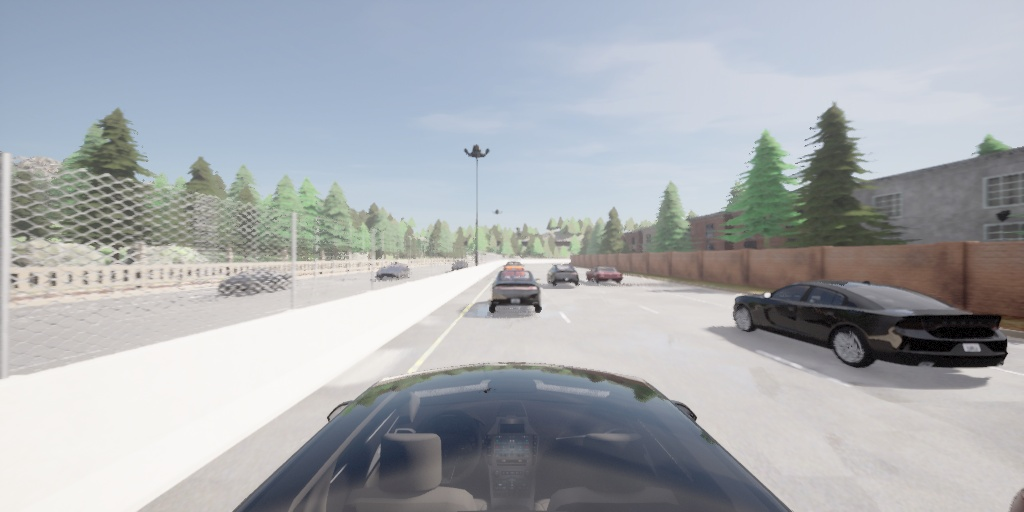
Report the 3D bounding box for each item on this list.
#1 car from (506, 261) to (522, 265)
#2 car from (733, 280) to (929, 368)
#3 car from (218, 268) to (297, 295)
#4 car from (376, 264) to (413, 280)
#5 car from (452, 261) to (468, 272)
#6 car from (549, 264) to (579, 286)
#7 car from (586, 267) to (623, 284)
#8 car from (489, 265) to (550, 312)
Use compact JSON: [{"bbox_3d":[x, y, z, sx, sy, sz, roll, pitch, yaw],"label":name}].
[{"bbox_3d":[0.163,1.244,34.251,2.097,1.767,4.553,0,0,0],"label":"car"},{"bbox_3d":[7.107,1.269,8.014,1.882,1.535,5.008,0,0,0],"label":"car"},{"bbox_3d":[-14.065,1.367,20.091,1.994,1.385,4.181,0,0,0],"label":"car"},{"bbox_3d":[-10.536,1.411,32.584,2.033,1.411,5.357,0,0,0],"label":"car"},{"bbox_3d":[-6.915,1.449,48.579,1.837,1.490,4.892,0,-1,0],"label":"car"},{"bbox_3d":[3.645,1.356,26.171,2.128,1.511,4.902,0,0,0],"label":"car"},{"bbox_3d":[7.148,1.481,28.273,1.895,1.301,4.718,0,0,0],"label":"car"},{"bbox_3d":[0.119,1.298,14.422,2.128,1.511,4.902,0,0,0],"label":"car"}]
